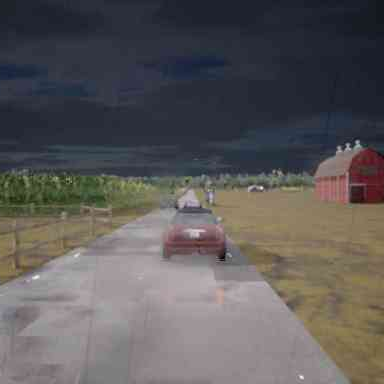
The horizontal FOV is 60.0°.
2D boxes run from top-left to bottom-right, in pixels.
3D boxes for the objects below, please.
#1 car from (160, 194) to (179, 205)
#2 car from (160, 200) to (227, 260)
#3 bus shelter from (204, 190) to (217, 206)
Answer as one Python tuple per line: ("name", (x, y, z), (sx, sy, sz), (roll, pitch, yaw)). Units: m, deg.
("car", (-2.836, 1.308, 42.396), (2.150, 2.045, 5.566), (0, 0, 0))
("car", (0.086, 1.374, 12.649), (2.097, 1.767, 4.553), (0, 0, 0))
("bus shelter", (3.134, 0.996, 56.949), (1.920, 2.740, 3.880), (0, 0, 0))
